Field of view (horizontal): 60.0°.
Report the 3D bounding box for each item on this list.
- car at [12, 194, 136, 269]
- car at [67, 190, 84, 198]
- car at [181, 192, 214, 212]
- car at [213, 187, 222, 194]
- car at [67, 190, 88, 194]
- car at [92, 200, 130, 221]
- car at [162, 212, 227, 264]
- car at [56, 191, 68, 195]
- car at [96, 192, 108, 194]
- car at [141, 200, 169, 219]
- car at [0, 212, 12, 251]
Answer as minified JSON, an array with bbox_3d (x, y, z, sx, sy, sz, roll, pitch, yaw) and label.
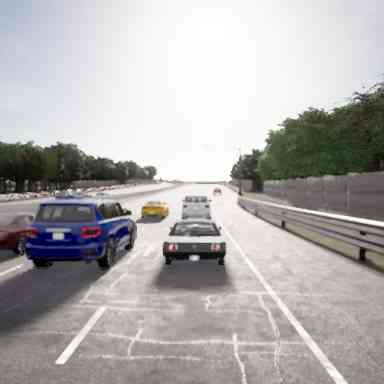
[{"bbox_3d":[-3.392,1.215,11.261,2.150,2.045,5.566,0,0,1],"label":"car"},{"bbox_3d":[-25.135,0.378,71.915,1.812,1.442,4.674,0,2,0],"label":"car"},{"bbox_3d":[0.367,1.148,25.964,2.150,2.045,5.566,0,1,2],"label":"car"},{"bbox_3d":[6.282,-0.361,81.859,2.097,1.767,4.553,0,2,4],"label":"car"},{"bbox_3d":[-19.482,0.809,58.738,2.033,1.411,5.357,0,2,3],"label":"car"},{"bbox_3d":[-6.575,1.475,27.593,1.994,1.385,4.181,0,1,2],"label":"car"},{"bbox_3d":[0.120,1.593,11.704,1.895,1.301,4.718,0,0,1],"label":"car"},{"bbox_3d":[-22.934,0.597,59.581,2.097,1.767,4.553,0,2,3],"label":"car"},{"bbox_3d":[-15.997,0.766,58.531,1.837,1.490,4.892,0,2,3],"label":"car"},{"bbox_3d":[-3.048,1.377,28.394,1.882,1.535,5.008,0,1,2],"label":"car"},{"bbox_3d":[-6.849,1.515,13.087,1.812,1.442,4.674,0,0,1],"label":"car"}]
